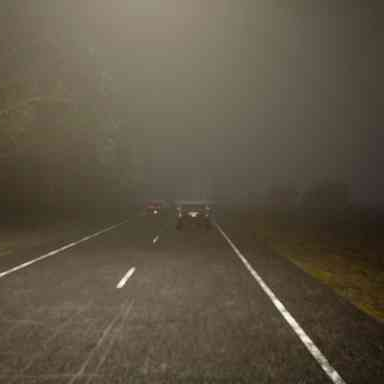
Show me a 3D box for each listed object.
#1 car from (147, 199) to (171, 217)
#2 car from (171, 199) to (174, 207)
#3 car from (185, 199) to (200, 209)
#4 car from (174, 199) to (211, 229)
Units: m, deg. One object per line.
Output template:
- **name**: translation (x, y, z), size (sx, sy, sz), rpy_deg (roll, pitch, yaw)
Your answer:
- **car**: translation (-3.406, 1.629, 33.439), size (1.837, 1.490, 4.892), rpy_deg (0, 0, 0)
- **car**: translation (-3.409, 1.730, 51.551), size (2.033, 1.411, 5.357), rpy_deg (0, 0, 0)
- **car**: translation (0.090, 1.723, 49.169), size (2.033, 1.411, 5.357), rpy_deg (0, 0, 0)
- **car**: translation (0.096, 1.436, 22.187), size (2.097, 1.767, 4.553), rpy_deg (0, 0, 0)
